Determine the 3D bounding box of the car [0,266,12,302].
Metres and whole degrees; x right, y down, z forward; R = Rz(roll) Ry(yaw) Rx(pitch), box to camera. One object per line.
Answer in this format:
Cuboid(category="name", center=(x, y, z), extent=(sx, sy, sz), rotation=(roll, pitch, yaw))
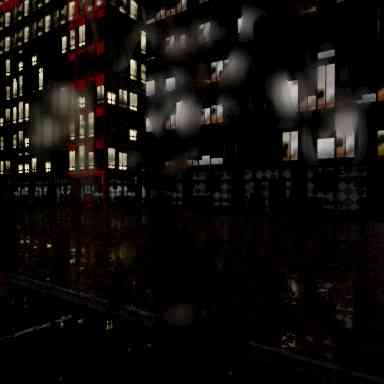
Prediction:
Cuboid(category="car", center=(-5.571, 1.526, 6.842), extent=(4.829, 1.417, 1.752), rotation=(0, 0, 36))
